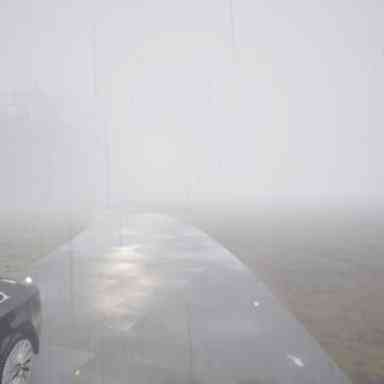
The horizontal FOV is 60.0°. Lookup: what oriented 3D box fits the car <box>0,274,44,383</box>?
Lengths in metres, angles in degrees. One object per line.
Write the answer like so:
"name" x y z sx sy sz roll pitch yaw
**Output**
"car" -2.725 1.476 2.129 2.128 1.511 4.902 0 0 0
